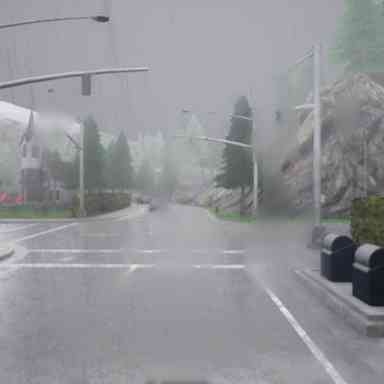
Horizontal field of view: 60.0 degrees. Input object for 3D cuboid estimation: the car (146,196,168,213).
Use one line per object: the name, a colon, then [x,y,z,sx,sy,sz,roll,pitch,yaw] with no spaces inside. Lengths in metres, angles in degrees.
car: [-3.767,1.527,37.417,1.837,1.490,4.892,0,0,-3]

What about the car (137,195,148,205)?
car: [-8.450,1.387,60.068,2.097,1.767,4.553,0,0,-23]
